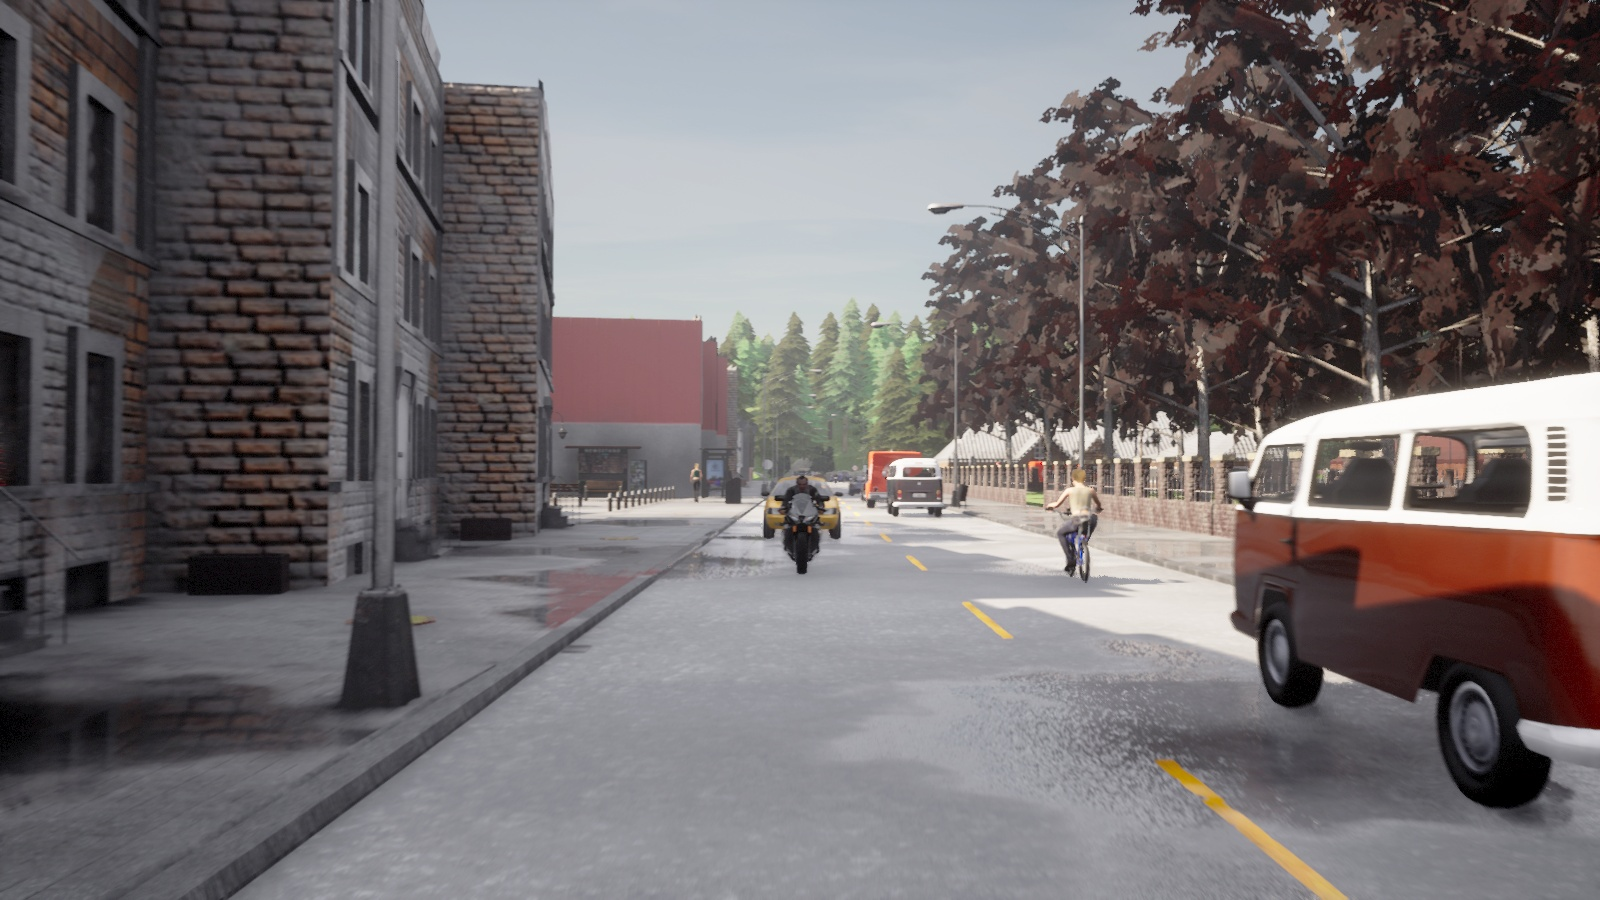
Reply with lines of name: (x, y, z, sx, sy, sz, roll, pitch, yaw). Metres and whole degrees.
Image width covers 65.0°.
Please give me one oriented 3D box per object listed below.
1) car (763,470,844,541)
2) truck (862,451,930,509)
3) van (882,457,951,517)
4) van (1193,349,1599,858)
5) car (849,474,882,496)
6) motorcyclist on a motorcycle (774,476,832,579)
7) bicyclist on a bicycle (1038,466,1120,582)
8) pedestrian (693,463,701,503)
car: (0.078, 1.276, 30.656, 1.801, 1.575, 5.366, 0, -1, 0)
truck: (4.156, 1.270, 55.397, 2.627, 2.467, 5.204, 0, 0, 0)
van: (4.119, 1.293, 45.114, 2.069, 2.038, 4.480, 0, -1, 0)
van: (4.015, 0.647, 7.274, 2.069, 2.038, 4.480, 0, -1, 0)
car: (4.246, 2.256, 81.625, 1.994, 1.385, 4.181, 0, -1, 1)
motorcyclist on a motorcycle: (0.051, 1.189, 19.901, 0.866, 1.530, 2.191, 0, -1, 0)
bicyclist on a bicycle: (4.042, 1.049, 18.311, 0.866, 1.612, 1.509, 0, -1, 0)
pedestrian: (-4.766, 1.537, 58.336, 0.345, 1.836, 0.594, 0, -1, -1)
